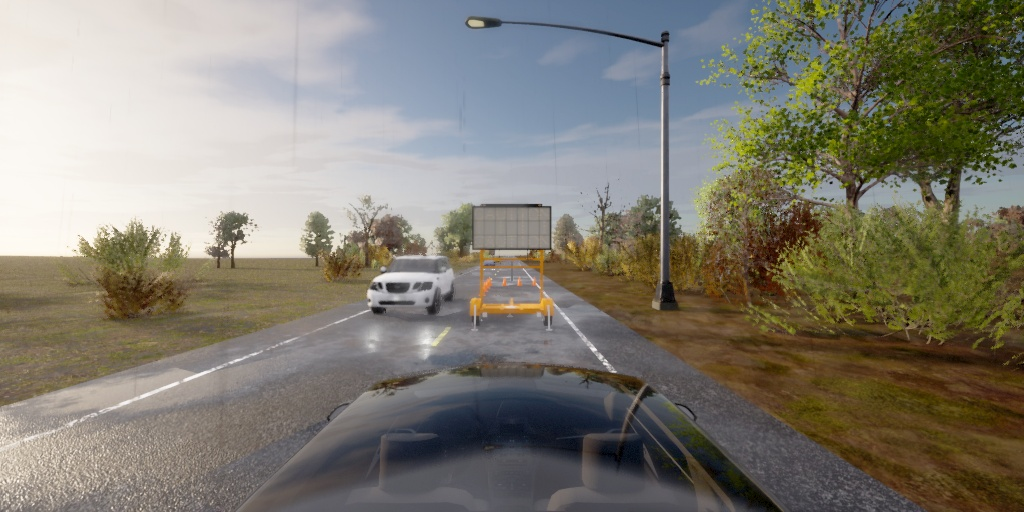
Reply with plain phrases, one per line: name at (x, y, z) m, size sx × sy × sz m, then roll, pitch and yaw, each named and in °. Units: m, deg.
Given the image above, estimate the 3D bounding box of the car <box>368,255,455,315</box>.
car at (-3.603, 0.970, 13.950) m, size 2.150 × 2.045 × 5.566 m, roll 0°, pitch 0°, yaw 0°

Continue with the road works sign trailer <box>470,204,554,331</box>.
road works sign trailer at (-0.003, 0.214, 11.009) m, size 2.380 × 3.560 × 2.880 m, roll 0°, pitch 0°, yaw 0°

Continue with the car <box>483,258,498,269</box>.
car at (-3.612, 1.234, 55.311) m, size 1.812 × 1.442 × 4.674 m, roll 0°, pitch 0°, yaw 0°
